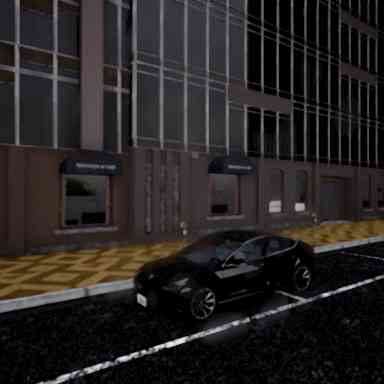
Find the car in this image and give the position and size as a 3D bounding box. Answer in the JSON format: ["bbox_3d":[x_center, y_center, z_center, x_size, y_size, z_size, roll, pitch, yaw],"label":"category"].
[{"bbox_3d":[0.882,1.539,7.181,4.313,1.339,1.947,0,1,-35],"label":"car"}]
